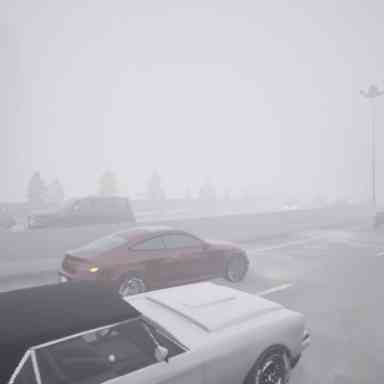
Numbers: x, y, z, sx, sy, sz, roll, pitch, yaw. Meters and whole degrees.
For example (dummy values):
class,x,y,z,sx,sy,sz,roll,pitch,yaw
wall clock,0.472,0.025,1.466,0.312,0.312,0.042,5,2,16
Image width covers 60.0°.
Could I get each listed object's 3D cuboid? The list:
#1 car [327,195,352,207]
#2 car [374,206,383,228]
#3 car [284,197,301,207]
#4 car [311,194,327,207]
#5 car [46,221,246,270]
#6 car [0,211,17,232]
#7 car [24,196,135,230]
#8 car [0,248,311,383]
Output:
class,x,y,z,sx,sy,sz,roll,pitch,yaw
car,18.256,1.460,40.792,1.994,1.385,4.181,0,0,30
car,12.625,1.454,20.547,1.812,1.442,4.674,0,0,41
car,15.002,1.478,49.467,1.994,1.385,4.181,0,0,27
car,19.206,1.243,50.068,2.097,1.767,4.553,0,0,26
car,-0.688,1.531,7.883,4.674,1.442,1.812,0,0,-38
car,-11.830,1.562,17.197,4.902,1.511,2.128,0,0,-37
car,-5.689,1.256,17.517,5.566,2.045,2.150,0,0,-40
car,-0.941,1.608,3.243,4.718,1.301,1.895,0,0,-36
